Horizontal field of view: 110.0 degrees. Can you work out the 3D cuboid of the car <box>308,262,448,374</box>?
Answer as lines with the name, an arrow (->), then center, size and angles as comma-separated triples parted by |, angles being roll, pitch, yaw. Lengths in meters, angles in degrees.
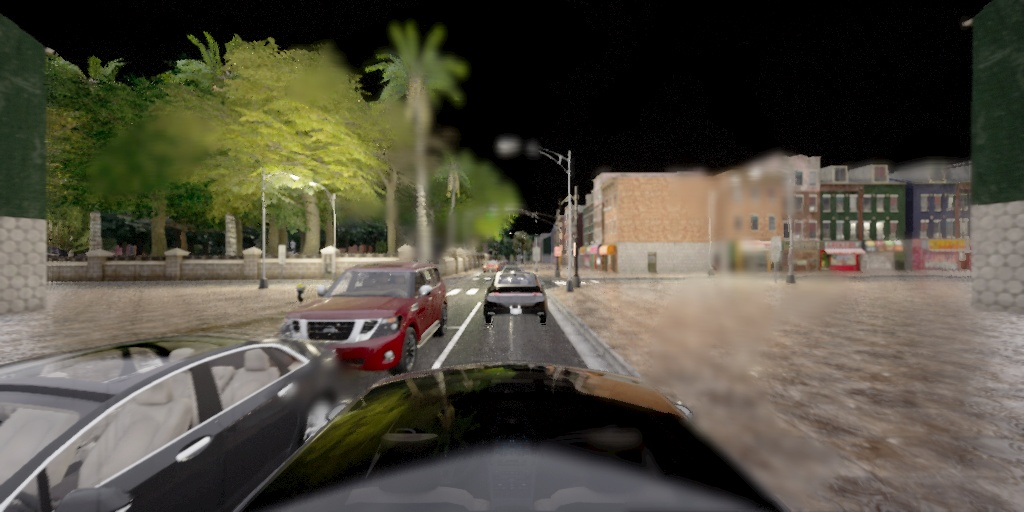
car -> -2.637, 1.072, 7.602 | 2.192, 1.841, 5.009 | 0, 0, 0

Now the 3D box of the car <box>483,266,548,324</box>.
car -> 0.101, 1.256, 11.964 | 2.128, 1.511, 4.902 | 0, 0, 0

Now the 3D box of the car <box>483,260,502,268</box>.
car -> -2.636, 1.321, 45.748 | 1.967, 1.591, 4.097 | 0, 0, 0

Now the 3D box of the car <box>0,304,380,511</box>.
car -> -2.637, 1.301, 2.138 | 2.007, 1.370, 4.403 | 0, 0, 0

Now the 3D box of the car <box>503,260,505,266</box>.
car -> -2.636, 1.558, 62.813 | 1.802, 1.307, 4.207 | 0, 0, 0

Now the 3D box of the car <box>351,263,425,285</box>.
car -> -9.464, 1.368, 27.578 | 4.902, 1.511, 2.128 | -1, 0, 5
